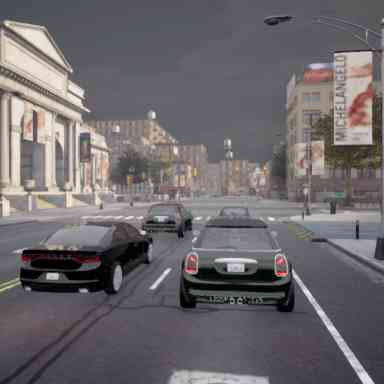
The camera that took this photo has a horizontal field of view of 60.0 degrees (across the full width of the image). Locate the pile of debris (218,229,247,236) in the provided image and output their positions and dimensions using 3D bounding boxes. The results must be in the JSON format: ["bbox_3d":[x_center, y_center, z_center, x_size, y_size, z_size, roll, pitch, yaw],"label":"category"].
[{"bbox_3d":[2.221,2.174,18.040,1.500,0.140,1.860,0,0,8],"label":"pile of debris"}]

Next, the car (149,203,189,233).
[{"bbox_3d":[-1.196,1.350,18.009,2.097,1.767,4.553,0,0,8],"label":"car"}]

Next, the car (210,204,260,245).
[{"bbox_3d":[2.163,1.488,16.803,2.128,1.511,4.902,0,0,8],"label":"car"}]

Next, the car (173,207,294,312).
[{"bbox_3d":[1.023,1.351,7.956,2.097,1.767,4.553,0,0,7],"label":"car"}]

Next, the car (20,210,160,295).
[{"bbox_3d":[-2.395,1.477,8.877,1.882,1.535,5.008,0,0,7],"label":"car"}]
